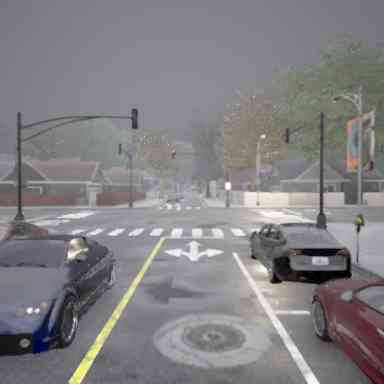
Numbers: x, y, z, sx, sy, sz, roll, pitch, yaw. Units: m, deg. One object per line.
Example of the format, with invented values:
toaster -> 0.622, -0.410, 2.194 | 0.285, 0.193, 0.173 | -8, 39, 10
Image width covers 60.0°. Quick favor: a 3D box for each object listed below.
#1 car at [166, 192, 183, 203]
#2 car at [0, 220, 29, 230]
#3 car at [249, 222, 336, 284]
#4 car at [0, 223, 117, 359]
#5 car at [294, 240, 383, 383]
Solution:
car -> -2.799, 0.895, 50.094 | 1.837, 1.490, 4.892 | 0, 1, 1
car -> -5.335, 1.465, 9.075 | 1.802, 1.307, 4.206 | 0, 1, 0
car -> 2.690, 1.450, 9.028 | 1.947, 1.339, 4.313 | 0, 1, 0
car -> -2.715, 1.487, 5.985 | 1.994, 1.385, 4.181 | 0, 1, 0
car -> 2.657, 1.536, 3.510 | 1.802, 1.307, 4.206 | 0, 1, 0
